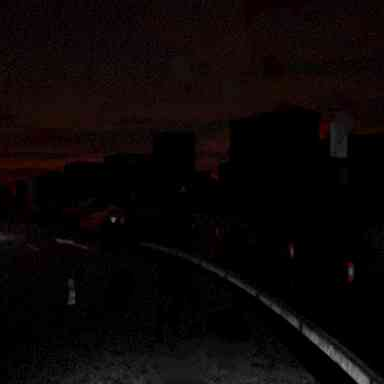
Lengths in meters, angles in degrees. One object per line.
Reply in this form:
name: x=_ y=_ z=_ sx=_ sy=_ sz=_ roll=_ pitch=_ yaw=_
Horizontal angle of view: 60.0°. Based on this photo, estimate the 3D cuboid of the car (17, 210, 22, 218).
car: x=-13.300 y=1.794 z=31.036 sx=5.366 sy=1.575 sz=1.946 roll=0 pitch=-1 yaw=-39

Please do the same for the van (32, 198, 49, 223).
van: x=-9.785 y=1.436 z=26.228 sx=4.442 sy=1.987 sz=1.878 roll=0 pitch=-1 yaw=-39

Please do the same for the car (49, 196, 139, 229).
car: x=-5.809 y=1.300 z=21.481 sx=5.566 sy=2.045 sz=2.435 roll=0 pitch=-1 yaw=-39

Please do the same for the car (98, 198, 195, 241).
car: x=-2.036 y=1.354 z=16.874 sx=4.553 sy=1.767 sz=2.185 roll=0 pitch=-1 yaw=-39

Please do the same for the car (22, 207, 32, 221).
car: x=-11.631 y=1.600 z=28.637 sx=4.553 sy=1.767 sz=2.185 roll=0 pitch=-1 yaw=-39

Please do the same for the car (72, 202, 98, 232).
car: x=-3.939 y=1.516 z=19.237 sx=5.008 sy=1.535 sz=2.097 roll=0 pitch=-1 yaw=-39
